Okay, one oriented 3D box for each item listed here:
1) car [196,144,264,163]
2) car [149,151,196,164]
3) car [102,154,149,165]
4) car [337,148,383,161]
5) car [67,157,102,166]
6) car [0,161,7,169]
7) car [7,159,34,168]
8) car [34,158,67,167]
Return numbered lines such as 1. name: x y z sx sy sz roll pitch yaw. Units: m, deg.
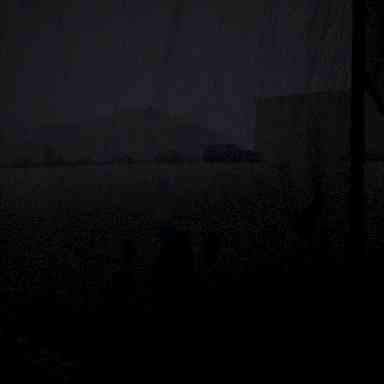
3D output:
1. car: 3.646 -3.251 30.235 5.566 2.045 2.435 1 1 25
2. car: -1.452 -3.235 32.580 4.553 1.767 2.185 1 1 26
3. car: -6.530 -3.196 35.029 4.892 1.521 2.231 1 0 27
4. car: 13.826 -2.678 25.975 4.674 1.452 2.002 2 1 22
5. car: -11.359 -3.224 37.493 4.674 1.452 2.002 1 0 28
6. car: -25.961 -3.466 45.736 5.008 1.535 2.097 1 0 32
7. car: -21.211 -3.525 42.914 4.553 1.767 2.185 1 0 31
8. car: -16.220 -3.301 40.107 4.792 1.488 2.163 1 0 29
